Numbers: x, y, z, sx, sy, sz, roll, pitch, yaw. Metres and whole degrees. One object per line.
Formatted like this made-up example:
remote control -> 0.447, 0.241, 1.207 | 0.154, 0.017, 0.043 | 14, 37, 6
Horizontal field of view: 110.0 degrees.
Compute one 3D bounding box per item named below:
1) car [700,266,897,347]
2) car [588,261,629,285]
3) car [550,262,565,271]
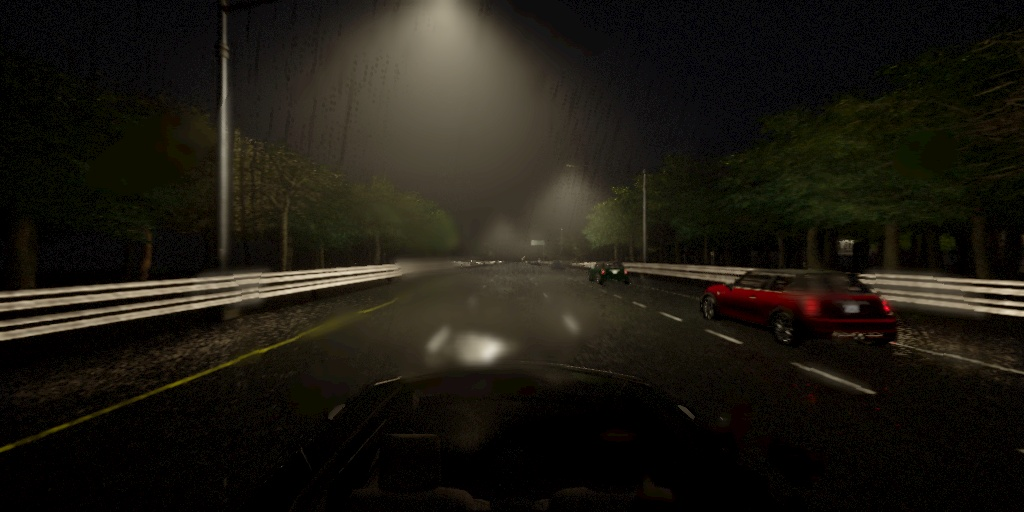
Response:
car -> 7.004, 1.107, 9.511 | 2.097, 1.767, 4.553 | 0, 0, 0
car -> 7.036, 1.147, 26.644 | 2.097, 1.767, 4.553 | 0, 0, 0
car -> 7.166, 1.603, 56.809 | 2.033, 1.411, 5.357 | 0, -1, 0
